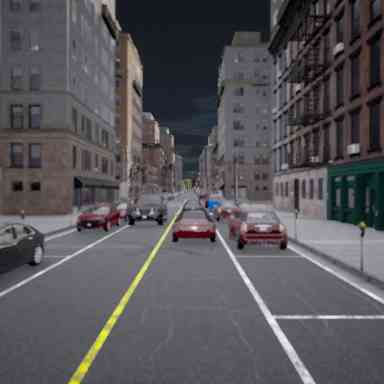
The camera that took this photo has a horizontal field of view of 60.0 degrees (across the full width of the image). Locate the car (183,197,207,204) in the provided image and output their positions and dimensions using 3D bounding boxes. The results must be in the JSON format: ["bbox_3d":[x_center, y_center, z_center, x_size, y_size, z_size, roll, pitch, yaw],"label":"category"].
[{"bbox_3d":[0.093,1.437,31.425,1.994,1.385,4.181,0,0,0],"label":"car"}]

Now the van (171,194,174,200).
[{"bbox_3d":[-5.423,1.033,73.714,1.690,1.788,3.998,0,0,0],"label":"van"}]

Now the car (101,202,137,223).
[{"bbox_3d":[-5.393,1.480,25.218,1.802,1.307,4.206,0,0,0],"label":"car"}]

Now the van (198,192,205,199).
[{"bbox_3d":[2.670,0.939,95.341,1.690,1.788,3.998,0,0,0],"label":"van"}]

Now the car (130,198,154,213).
[{"bbox_3d":[-5.396,1.397,36.240,1.887,1.381,4.507,0,0,0],"label":"car"}]

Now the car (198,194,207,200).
[{"bbox_3d":[2.682,1.196,84.530,2.008,1.369,4.403,0,0,0],"label":"car"}]

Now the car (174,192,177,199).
[{"bbox_3d":[-5.422,1.211,84.527,1.947,1.339,4.313,0,0,0],"label":"car"}]

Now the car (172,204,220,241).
[{"bbox_3d":[0.095,1.499,16.204,1.994,1.385,4.181,0,0,0],"label":"car"}]

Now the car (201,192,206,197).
[{"bbox_3d":[2.628,1.145,41.752,2.192,1.841,5.009,0,0,0],"label":"car"}]

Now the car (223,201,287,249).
[{"bbox_3d":[2.634,1.383,14.197,1.967,1.590,4.097,0,0,0],"label":"car"}]

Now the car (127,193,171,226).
[{"bbox_3d":[-2.855,1.130,22.739,2.150,2.045,5.566,0,0,0],"label":"car"}]

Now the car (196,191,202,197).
[{"bbox_3d":[2.688,0.984,79.123,2.192,1.841,5.009,0,0,0],"label":"car"}]

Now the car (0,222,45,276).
[{"bbox_3d":[-5.390,1.515,8.685,2.008,1.369,4.403,0,0,0],"label":"car"}]

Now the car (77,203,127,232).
[{"bbox_3d":[-5.392,1.465,19.707,1.887,1.381,4.507,0,0,0],"label":"car"}]

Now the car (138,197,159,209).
[{"bbox_3d":[-5.397,1.395,41.751,1.947,1.339,4.313,0,0,0],"label":"car"}]

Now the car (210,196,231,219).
[{"bbox_3d":[2.632,1.338,25.220,1.967,1.590,4.097,0,0,0],"label":"car"}]

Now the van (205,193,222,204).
[{"bbox_3d":[2.629,1.194,36.241,1.690,1.788,3.998,0,0,0],"label":"van"}]
